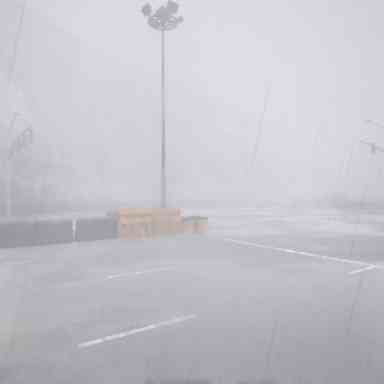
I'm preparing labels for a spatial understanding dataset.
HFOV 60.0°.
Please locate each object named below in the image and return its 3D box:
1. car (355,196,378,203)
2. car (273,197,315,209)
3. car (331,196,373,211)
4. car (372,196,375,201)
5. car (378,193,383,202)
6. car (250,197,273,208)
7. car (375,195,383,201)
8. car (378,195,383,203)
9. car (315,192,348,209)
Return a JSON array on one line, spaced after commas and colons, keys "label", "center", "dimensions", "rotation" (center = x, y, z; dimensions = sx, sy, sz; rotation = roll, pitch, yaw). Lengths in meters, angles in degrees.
[{"label": "car", "center": [32.279, 1.352, 61.414], "dimensions": [4.718, 1.301, 1.895], "rotation": [0, 0, -35]}, {"label": "car", "center": [13.388, 1.358, 43.705], "dimensions": [4.902, 1.511, 2.128], "rotation": [0, 0, -36]}, {"label": "car", "center": [18.819, 1.458, 38.985], "dimensions": [4.718, 1.301, 1.895], "rotation": [0, 0, -36]}, {"label": "car", "center": [26.383, 1.342, 52.980], "dimensions": [5.357, 1.411, 2.033], "rotation": [0, 0, -35]}, {"label": "car", "center": [39.487, 1.068, 66.624], "dimensions": [4.553, 1.767, 2.097], "rotation": [0, 0, -36]}, {"label": "car", "center": [10.092, 1.397, 45.654], "dimensions": [4.674, 1.442, 1.812], "rotation": [0, 0, -36]}, {"label": "car", "center": [30.436, 1.274, 51.579], "dimensions": [4.902, 1.511, 2.128], "rotation": [0, 0, -35]}, {"label": "car", "center": [35.246, 1.253, 59.244], "dimensions": [4.892, 1.490, 1.837], "rotation": [0, 0, -35]}, {"label": "car", "center": [18.053, 1.073, 42.740], "dimensions": [5.566, 2.045, 2.150], "rotation": [0, 0, -36]}]
